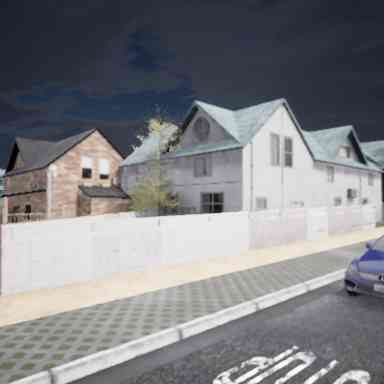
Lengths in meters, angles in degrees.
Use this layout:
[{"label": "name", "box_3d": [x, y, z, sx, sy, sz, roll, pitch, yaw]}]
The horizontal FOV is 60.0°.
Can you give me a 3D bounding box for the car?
[{"label": "car", "box_3d": [5.424, 1.629, 8.028, 4.674, 1.442, 1.812, 0, -1, -42]}]
